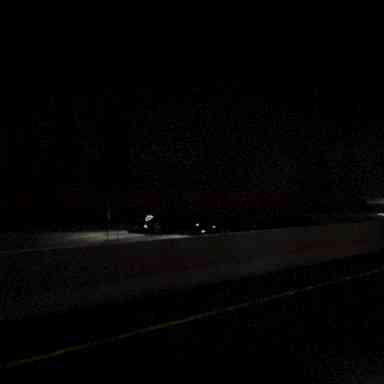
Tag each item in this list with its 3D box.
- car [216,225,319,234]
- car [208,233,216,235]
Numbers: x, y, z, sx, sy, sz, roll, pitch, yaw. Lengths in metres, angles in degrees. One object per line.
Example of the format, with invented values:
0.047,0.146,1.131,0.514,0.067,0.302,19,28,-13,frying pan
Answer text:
3.768,1.601,15.281,5.008,1.535,1.882,1,0,-36,car
2.757,1.684,18.857,5.357,1.411,2.033,1,0,-35,car
